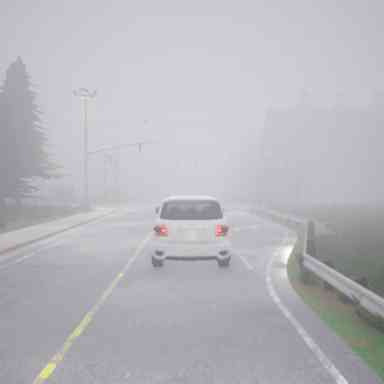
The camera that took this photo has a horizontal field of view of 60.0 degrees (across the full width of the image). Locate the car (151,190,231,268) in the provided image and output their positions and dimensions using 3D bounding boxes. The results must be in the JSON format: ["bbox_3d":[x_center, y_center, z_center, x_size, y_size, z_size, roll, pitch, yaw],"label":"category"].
[{"bbox_3d":[-0.061,1.084,10.863,2.150,2.045,5.566,0,1,-1],"label":"car"}]

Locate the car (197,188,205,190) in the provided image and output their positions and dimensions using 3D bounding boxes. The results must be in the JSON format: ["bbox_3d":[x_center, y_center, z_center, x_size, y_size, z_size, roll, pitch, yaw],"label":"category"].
[{"bbox_3d":[1.896,0.018,88.967,1.905,1.878,3.866,-9,5,-44],"label":"car"}]

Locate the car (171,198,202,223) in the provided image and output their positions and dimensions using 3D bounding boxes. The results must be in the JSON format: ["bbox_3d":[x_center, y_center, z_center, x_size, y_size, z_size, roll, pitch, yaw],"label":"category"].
[{"bbox_3d":[-0.410,1.240,24.178,2.033,1.411,5.357,0,1,-1],"label":"car"}]
